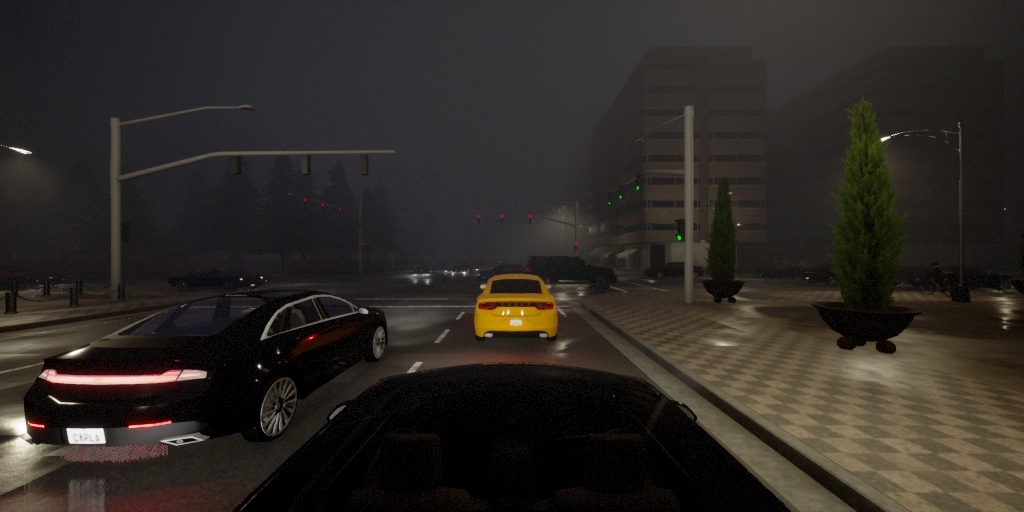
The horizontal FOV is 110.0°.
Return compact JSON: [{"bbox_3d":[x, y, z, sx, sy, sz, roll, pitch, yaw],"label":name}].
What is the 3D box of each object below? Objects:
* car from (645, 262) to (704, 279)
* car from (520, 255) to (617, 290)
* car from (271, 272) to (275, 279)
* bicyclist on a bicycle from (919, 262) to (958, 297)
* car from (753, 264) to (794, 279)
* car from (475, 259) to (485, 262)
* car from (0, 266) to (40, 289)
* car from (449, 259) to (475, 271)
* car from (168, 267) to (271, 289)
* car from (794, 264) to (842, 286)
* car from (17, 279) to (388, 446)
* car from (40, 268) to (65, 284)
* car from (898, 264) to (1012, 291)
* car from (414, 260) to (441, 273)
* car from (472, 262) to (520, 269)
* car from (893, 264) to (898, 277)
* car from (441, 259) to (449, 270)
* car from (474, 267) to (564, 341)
[{"bbox_3d":[14.633,1.283,32.501,5.008,1.535,1.882,0,0,0],"label":"car"},{"bbox_3d":[3.456,0.977,21.768,5.566,2.045,2.150,0,0,0],"label":"car"},{"bbox_3d":[-19.535,1.406,25.194,4.718,1.301,1.895,0,0,0],"label":"car"},{"bbox_3d":[20.280,1.106,17.035,0.582,1.620,1.656,0,0,0],"label":"bicyclist on a bicycle"},{"bbox_3d":[24.709,1.406,32.531,4.718,1.301,1.895,0,0,0],"label":"car"},{"bbox_3d":[-5.515,1.255,57.731,1.837,1.490,4.892,0,0,15],"label":"car"},{"bbox_3d":[-32.425,1.283,21.654,5.008,1.535,1.882,0,0,0],"label":"car"},{"bbox_3d":[-6.678,1.228,48.397,1.882,1.535,5.008,0,0,3],"label":"car"},{"bbox_3d":[-17.418,1.403,21.312,4.718,1.301,1.895,0,0,6],"label":"car"},{"bbox_3d":[23.269,1.310,25.327,4.892,1.490,1.837,0,0,0],"label":"car"},{"bbox_3d":[-3.425,1.242,5.325,2.128,1.511,4.902,0,0,0],"label":"car"},{"bbox_3d":[-34.340,1.369,25.149,4.181,1.385,1.994,0,0,0],"label":"car"},{"bbox_3d":[27.168,1.283,21.839,5.008,1.535,1.882,0,0,0],"label":"car"},{"bbox_3d":[-10.387,1.351,43.613,1.895,1.301,4.718,0,0,1],"label":"car"},{"bbox_3d":[0.177,1.311,25.259,5.357,1.411,2.033,0,0,0],"label":"car"},{"bbox_3d":[34.909,1.406,32.554,4.718,1.301,1.895,0,0,0],"label":"car"},{"bbox_3d":[-9.795,1.228,52.998,1.882,1.535,5.008,0,0,7],"label":"car"},{"bbox_3d":[0.103,1.228,9.909,1.882,1.535,5.008,0,0,0],"label":"car"}]
